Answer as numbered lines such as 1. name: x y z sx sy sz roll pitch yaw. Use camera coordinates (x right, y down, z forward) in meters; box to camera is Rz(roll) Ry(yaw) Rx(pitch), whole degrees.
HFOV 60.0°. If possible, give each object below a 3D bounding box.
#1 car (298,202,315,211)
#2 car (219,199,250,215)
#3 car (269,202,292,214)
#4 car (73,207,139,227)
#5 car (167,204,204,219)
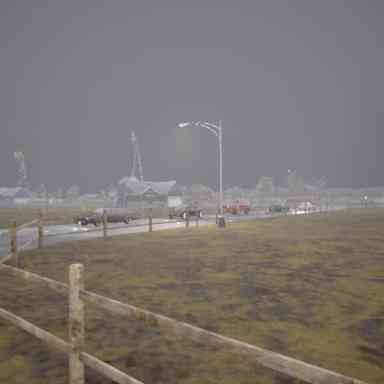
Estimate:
1. car: 19.451 2.455 56.335 1.812 1.442 4.674 -2 -2 36
2. car: 5.608 1.911 43.363 2.150 2.045 5.566 -2 -2 36
3. car: 12.412 2.213 46.508 1.837 1.490 4.892 -2 -2 36
4. car: -6.614 1.883 26.293 2.033 1.411 5.357 -2 -2 36
5. car: -0.589 2.012 34.705 1.837 1.490 4.892 -2 -2 36
